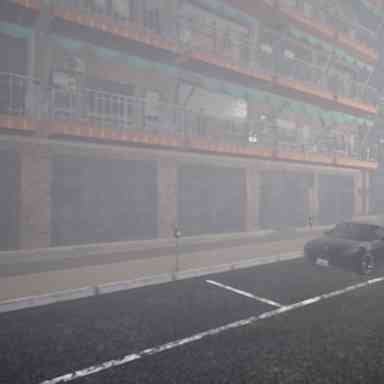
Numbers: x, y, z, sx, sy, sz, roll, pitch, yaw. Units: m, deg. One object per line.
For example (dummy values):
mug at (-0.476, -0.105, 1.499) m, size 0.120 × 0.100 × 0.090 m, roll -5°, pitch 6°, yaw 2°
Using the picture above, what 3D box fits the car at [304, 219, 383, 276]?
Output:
car at (5.350, 1.548, 10.355) m, size 4.313 × 1.339 × 1.947 m, roll 0°, pitch 1°, yaw -35°
